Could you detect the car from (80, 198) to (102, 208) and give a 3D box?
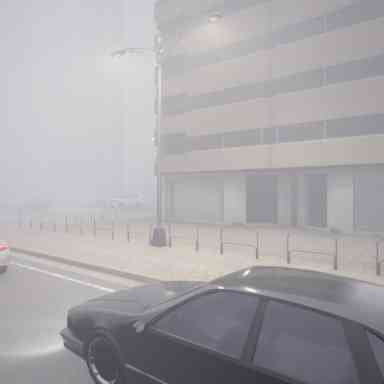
[{"bbox_3d":[-13.633,1.603,48.723,2.033,1.411,5.357,0,0,37],"label":"car"}]

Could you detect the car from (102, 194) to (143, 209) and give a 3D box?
[{"bbox_3d":[-9.646,1.279,48.168,2.150,2.045,5.566,0,0,38],"label":"car"}]

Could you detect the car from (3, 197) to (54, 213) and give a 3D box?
[{"bbox_3d":[-18.002,1.407,37.177,2.097,1.767,4.553,0,0,37],"label":"car"}]

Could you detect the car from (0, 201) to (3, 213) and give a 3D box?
[{"bbox_3d":[-22.787,1.547,36.703,2.128,1.511,4.902,0,0,38],"label":"car"}]

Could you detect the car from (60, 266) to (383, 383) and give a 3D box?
[{"bbox_3d":[0.852,1.547,3.404,5.357,1.411,2.033,0,0,38],"label":"car"}]

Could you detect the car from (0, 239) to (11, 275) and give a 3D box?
[{"bbox_3d":[-6.747,1.526,9.250,4.674,1.442,1.812,0,0,39],"label":"car"}]
